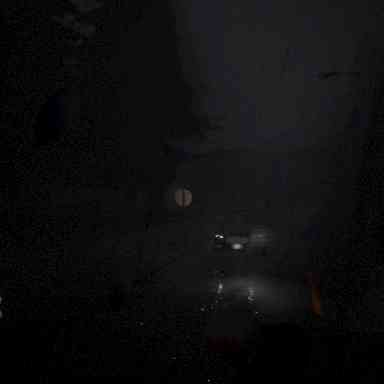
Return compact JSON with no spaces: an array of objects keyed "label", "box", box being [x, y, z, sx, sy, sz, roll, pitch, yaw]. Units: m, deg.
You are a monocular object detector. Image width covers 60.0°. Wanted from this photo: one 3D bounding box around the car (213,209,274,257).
[{"label":"car","box":[2.093,1.425,12.798,2.128,1.511,4.902,0,0,16]}]
